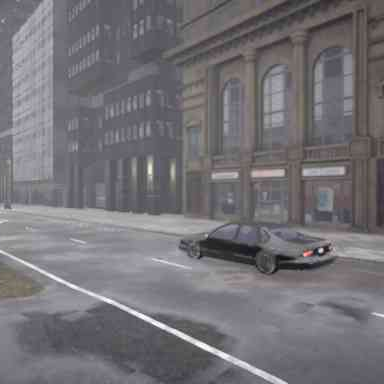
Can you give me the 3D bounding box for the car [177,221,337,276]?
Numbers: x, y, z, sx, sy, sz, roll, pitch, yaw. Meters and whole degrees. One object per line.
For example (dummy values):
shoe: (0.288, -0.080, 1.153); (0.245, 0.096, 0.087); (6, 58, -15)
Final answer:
car: (1.840, 1.668, 10.993); (2.033, 1.411, 5.357); (0, 0, -43)
